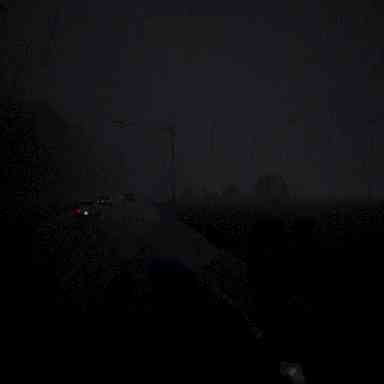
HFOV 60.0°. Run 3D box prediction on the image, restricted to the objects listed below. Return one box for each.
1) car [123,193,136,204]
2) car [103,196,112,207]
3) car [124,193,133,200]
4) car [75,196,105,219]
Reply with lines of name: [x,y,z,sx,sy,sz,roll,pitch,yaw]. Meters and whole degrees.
car: [-10.430,0.946,55.595,2.097,1.767,4.553,-1,1,-11]
car: [-12.125,1.282,45.918,2.033,1.411,5.357,-1,1,-11]
car: [-13.845,0.976,72.775,1.837,1.490,4.892,-1,1,-11]
car: [-8.699,1.386,28.169,1.812,1.442,4.674,-1,1,-11]
